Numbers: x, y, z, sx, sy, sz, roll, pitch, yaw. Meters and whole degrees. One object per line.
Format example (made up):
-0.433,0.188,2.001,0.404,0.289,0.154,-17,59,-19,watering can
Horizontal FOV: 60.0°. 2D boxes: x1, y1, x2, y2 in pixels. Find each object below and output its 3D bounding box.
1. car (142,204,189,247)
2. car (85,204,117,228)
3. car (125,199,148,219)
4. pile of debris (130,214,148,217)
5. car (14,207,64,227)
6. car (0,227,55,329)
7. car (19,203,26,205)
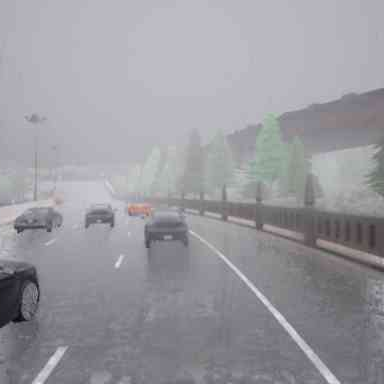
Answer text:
-1.282,1.538,15.420,1.837,1.490,4.892,0,0,-8,car
-6.297,1.575,23.049,1.837,1.490,4.892,0,0,-13,car
-5.474,1.436,33.229,2.097,1.767,4.553,0,0,-17,car
-5.151,2.256,32.353,1.500,0.140,1.860,0,0,-18,pile of debris
-9.198,1.627,20.298,2.033,1.411,5.357,0,0,-12,car
-3.687,1.517,4.332,2.128,1.511,4.902,0,0,-3,car
-26.761,1.721,53.086,1.837,1.490,4.892,0,2,-18,car
